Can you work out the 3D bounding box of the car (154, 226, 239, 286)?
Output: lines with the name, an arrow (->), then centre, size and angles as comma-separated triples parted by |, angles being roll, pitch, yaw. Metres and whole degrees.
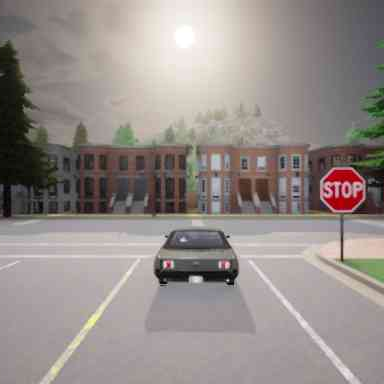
car -> 0.159, 1.608, 9.425 | 1.895, 1.301, 4.718 | 0, 0, 2
